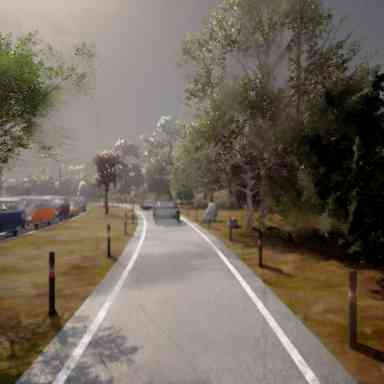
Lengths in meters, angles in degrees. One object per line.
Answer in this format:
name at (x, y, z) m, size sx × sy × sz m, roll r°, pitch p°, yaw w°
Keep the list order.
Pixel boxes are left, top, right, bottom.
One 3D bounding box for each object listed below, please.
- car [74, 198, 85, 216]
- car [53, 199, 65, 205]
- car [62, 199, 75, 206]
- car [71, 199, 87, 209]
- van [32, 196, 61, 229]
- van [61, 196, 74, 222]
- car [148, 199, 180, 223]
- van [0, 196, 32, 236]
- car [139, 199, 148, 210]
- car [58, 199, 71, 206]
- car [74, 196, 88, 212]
car at (-12.079, 1.600, 32.229) m, size 1.946 × 1.575 × 5.366 m, roll 2°, pitch -1°, yaw -10°
car at (-33.749, 2.599, 84.455) m, size 2.002 × 1.452 × 4.674 m, roll -1°, pitch -1°, yaw -32°
car at (-27.618, 2.315, 74.211) m, size 2.231 × 1.521 × 4.892 m, roll -1°, pitch -1°, yaw -28°
car at (-18.315, 1.924, 53.885) m, size 2.231 × 1.521 × 4.892 m, roll 2°, pitch -2°, yaw -19°
van at (-10.195, 1.281, 21.282) m, size 1.878 × 1.987 × 4.442 m, roll 1°, pitch -1°, yaw -7°
van at (-11.032, 1.325, 26.814) m, size 1.878 × 1.987 × 4.442 m, roll 2°, pitch -2°, yaw -12°
car at (-1.997, 1.427, 24.923) m, size 2.128 × 1.511 × 4.902 m, roll 0°, pitch 0°, yaw -9°
van at (-9.550, 1.248, 15.728) m, size 1.878 × 1.987 × 4.442 m, roll 1°, pitch -1°, yaw -7°
car at (-5.520, 1.550, 42.197) m, size 1.994 × 1.385 × 4.181 m, roll -1°, pitch 0°, yaw -14°
car at (-30.467, 2.441, 79.158) m, size 2.097 × 1.535 × 5.008 m, roll -1°, pitch -1°, yaw -30°
car at (-14.805, 1.496, 43.238) m, size 2.435 × 2.045 × 5.566 m, roll 2°, pitch -2°, yaw -16°
